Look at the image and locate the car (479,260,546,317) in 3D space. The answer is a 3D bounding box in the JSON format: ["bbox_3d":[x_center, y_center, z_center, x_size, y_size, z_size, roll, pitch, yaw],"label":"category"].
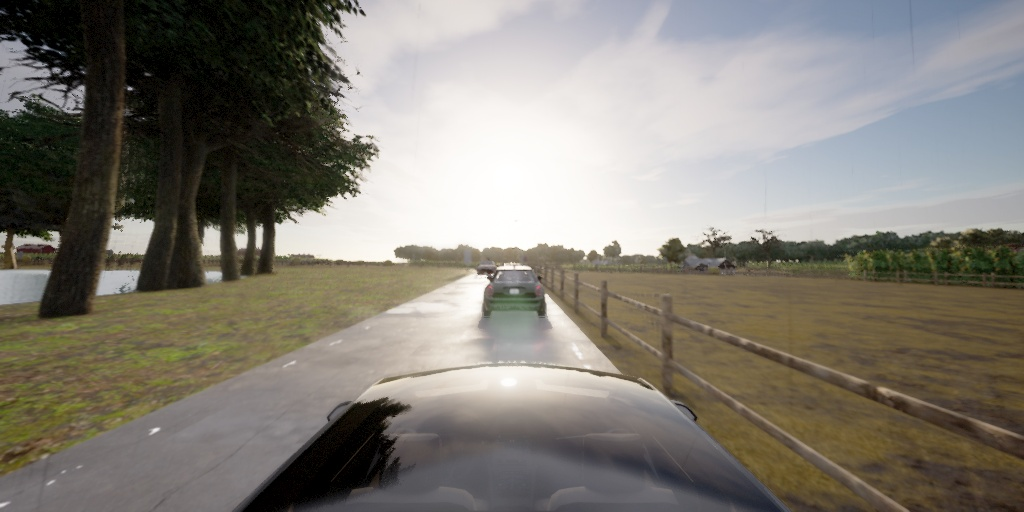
[{"bbox_3d":[0.086,1.155,13.583,2.097,1.767,4.553,0,0,0],"label":"car"}]

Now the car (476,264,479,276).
[{"bbox_3d":[-2.827,1.286,40.885,2.097,1.767,4.553,0,-1,0],"label":"car"}]
